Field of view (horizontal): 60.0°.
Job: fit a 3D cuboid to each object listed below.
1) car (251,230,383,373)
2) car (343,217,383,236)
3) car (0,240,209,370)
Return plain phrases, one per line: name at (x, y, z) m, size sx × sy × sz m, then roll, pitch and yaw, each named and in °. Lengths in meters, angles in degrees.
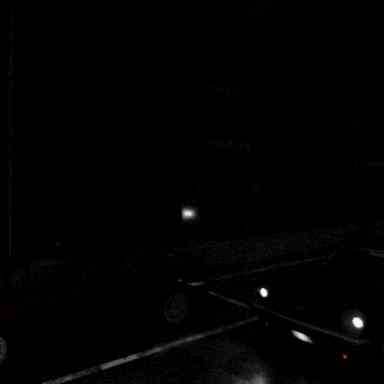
car at (3.244, 1.606, 5.712) m, size 4.718 × 1.301 × 1.895 m, roll 0°, pitch 0°, yaw -36°
car at (7.118, 1.559, 11.881) m, size 4.507 × 1.381 × 1.887 m, roll 0°, pitch 1°, yaw -36°
car at (-1.784, 1.550, 5.481) m, size 4.507 × 1.381 × 1.887 m, roll 0°, pitch 1°, yaw -36°
